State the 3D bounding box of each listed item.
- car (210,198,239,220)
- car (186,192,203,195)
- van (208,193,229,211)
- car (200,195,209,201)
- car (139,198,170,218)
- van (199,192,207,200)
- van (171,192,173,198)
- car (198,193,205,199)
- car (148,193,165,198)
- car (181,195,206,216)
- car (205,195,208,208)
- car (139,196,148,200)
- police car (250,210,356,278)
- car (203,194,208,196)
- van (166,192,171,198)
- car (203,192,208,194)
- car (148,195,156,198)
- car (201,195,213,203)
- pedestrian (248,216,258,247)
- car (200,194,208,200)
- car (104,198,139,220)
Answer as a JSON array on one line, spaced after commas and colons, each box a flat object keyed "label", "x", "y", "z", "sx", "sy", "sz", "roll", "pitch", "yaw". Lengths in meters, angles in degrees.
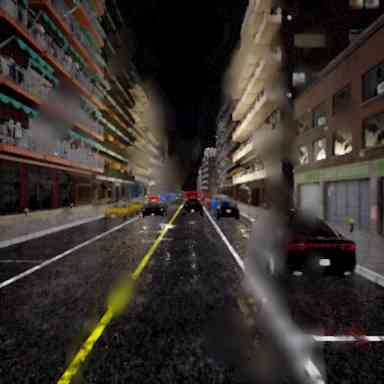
[{"label": "car", "x": 2.704, "y": 1.424, "z": 26.541, "sx": 1.947, "sy": 1.339, "sz": 4.313, "roll": 0, "pitch": 0, "yaw": 0}, {"label": "car", "x": 0.041, "y": 0.998, "z": 43.748, "sx": 2.150, "sy": 2.045, "sz": 5.566, "roll": 0, "pitch": 1, "yaw": 0}, {"label": "van", "x": 2.708, "y": 1.171, "z": 32.202, "sx": 1.690, "sy": 1.788, "sz": 3.998, "roll": 0, "pitch": 0, "yaw": 0}, {"label": "car", "x": 2.718, "y": 1.234, "z": 71.837, "sx": 1.802, "sy": 1.307, "sz": 4.206, "roll": 0, "pitch": 0, "yaw": 0}, {"label": "car", "x": -3.088, "y": 1.450, "z": 28.375, "sx": 1.895, "sy": 1.301, "sz": 4.718, "roll": 0, "pitch": 0, "yaw": 0}, {"label": "van", "x": 2.723, "y": 0.949, "z": 83.161, "sx": 1.690, "sy": 1.788, "sz": 3.998, "roll": 0, "pitch": 0, "yaw": 0}, {"label": "van", "x": -5.661, "y": 0.993, "z": 71.838, "sx": 1.690, "sy": 1.788, "sz": 3.998, "roll": 0, "pitch": 0, "yaw": 0}, {"label": "car", "x": 2.726, "y": 1.111, "z": 94.486, "sx": 1.887, "sy": 1.381, "sz": 4.507, "roll": 0, "pitch": 0, "yaw": 0}, {"label": "car", "x": -5.667, "y": 1.063, "z": 49.190, "sx": 2.192, "sy": 1.841, "sz": 5.009, "roll": 0, "pitch": 0, "yaw": 0}, {"label": "car", "x": 0.074, "y": 1.342, "z": 30.809, "sx": 1.837, "sy": 1.490, "sz": 4.892, "roll": 0, "pitch": 0, "yaw": 0}, {"label": "car", "x": 2.708, "y": 1.347, "z": 37.866, "sx": 1.887, "sy": 1.381, "sz": 4.507, "roll": 0, "pitch": 0, "yaw": 0}, {"label": "car", "x": -5.674, "y": 1.357, "z": 32.035, "sx": 1.752, "sy": 1.417, "sz": 4.829, "roll": 0, "pitch": 0, "yaw": 0}, {"label": "police car", "x": 3.003, "y": 1.369, "z": 10.112, "sx": 1.930, "sy": 1.638, "sz": 5.238, "roll": 0, "pitch": 0, "yaw": 0}, {"label": "car", "x": 2.710, "y": 1.340, "z": 43.527, "sx": 1.947, "sy": 1.339, "sz": 4.313, "roll": 0, "pitch": 0, "yaw": 0}, {"label": "van", "x": -5.662, "y": 1.016, "z": 66.177, "sx": 1.690, "sy": 1.788, "sz": 3.998, "roll": 0, "pitch": 0, "yaw": 0}, {"label": "car", "x": 2.714, "y": 1.037, "z": 54.850, "sx": 2.192, "sy": 1.841, "sz": 5.009, "roll": 0, "pitch": 0, "yaw": 0}, {"label": "car", "x": -5.672, "y": 1.353, "z": 37.868, "sx": 2.008, "sy": 1.369, "sz": 4.403, "roll": 0, "pitch": 0, "yaw": 0}, {"label": "car", "x": 2.715, "y": 1.243, "z": 60.514, "sx": 1.887, "sy": 1.381, "sz": 4.507, "roll": 0, "pitch": 0, "yaw": 0}, {"label": "pedestrian", "x": 2.519, "y": 1.501, "z": 13.126, "sx": 0.375, "sy": 1.300, "sz": 0.375, "roll": 0, "pitch": 0, "yaw": 0}, {"label": "car", "x": 2.720, "y": 1.212, "z": 77.500, "sx": 1.802, "sy": 1.307, "sz": 4.206, "roll": 0, "pitch": 0, "yaw": 0}, {"label": "car", "x": -5.676, "y": 1.385, "z": 26.373, "sx": 1.752, "sy": 1.417, "sz": 4.829, "roll": 0, "pitch": 0, "yaw": 0}]
